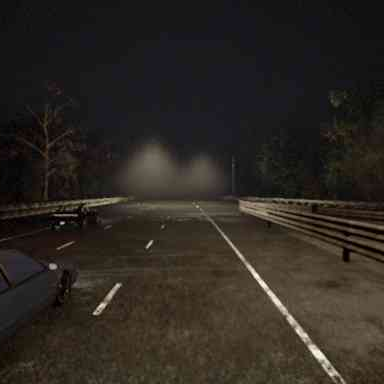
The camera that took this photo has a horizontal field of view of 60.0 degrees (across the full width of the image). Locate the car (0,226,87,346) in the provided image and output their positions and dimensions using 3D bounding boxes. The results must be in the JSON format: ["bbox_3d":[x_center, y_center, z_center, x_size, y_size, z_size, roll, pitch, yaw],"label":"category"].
[{"bbox_3d":[-3.415,1.546,4.920,2.033,1.411,5.357,0,0,0],"label":"car"}]

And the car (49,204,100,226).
[{"bbox_3d":[-7.051,1.492,20.448,2.128,1.511,4.902,0,0,-1],"label":"car"}]
